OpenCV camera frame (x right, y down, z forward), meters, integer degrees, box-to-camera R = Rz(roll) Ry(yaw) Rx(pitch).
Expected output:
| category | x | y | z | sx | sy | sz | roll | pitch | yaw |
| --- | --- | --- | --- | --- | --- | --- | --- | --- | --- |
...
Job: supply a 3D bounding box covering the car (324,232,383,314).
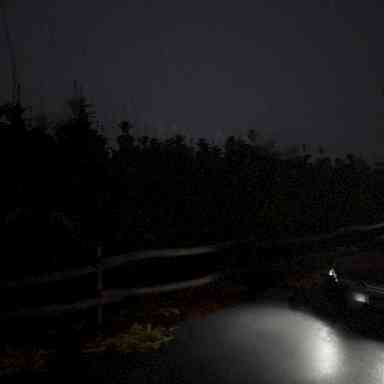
| category | x | y | z | sx | sy | sz | roll | pitch | yaw |
| --- | --- | --- | --- | --- | --- | --- | --- | --- | --- |
| car | 4.737 | 1.543 | 7.057 | 4.674 | 1.442 | 1.812 | 0 | 0 | -37 |
